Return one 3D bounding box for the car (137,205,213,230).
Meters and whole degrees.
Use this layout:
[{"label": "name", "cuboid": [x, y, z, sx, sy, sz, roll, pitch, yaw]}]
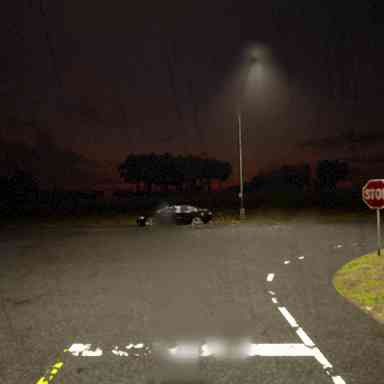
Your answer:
[{"label": "car", "cuboid": [-1.103, 1.616, 21.680, 4.902, 1.511, 2.128, -1, -1, -1]}]
